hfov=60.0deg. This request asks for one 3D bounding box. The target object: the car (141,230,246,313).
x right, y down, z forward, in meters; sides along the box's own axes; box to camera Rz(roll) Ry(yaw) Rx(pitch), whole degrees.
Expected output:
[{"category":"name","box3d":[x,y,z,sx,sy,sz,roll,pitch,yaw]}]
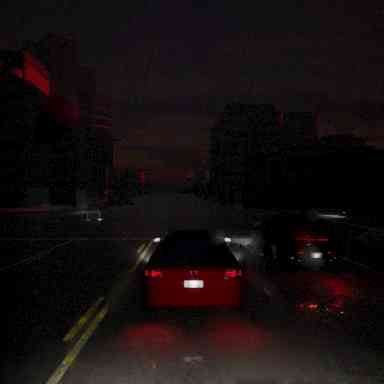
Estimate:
[{"category":"car","box3d":[0.009,1.564,7.776,1.994,1.385,4.181,0,0,-1]}]

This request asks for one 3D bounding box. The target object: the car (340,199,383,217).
[{"category":"car","box3d":[15.700,1.314,28.739,5.357,1.411,2.033,-1,0,-4]}]

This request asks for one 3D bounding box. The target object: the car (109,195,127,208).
[{"category":"car","box3d":[-12.957,1.566,56.218,2.150,2.045,5.566,0,-1,-3]}]

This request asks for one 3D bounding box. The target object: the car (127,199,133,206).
[{"category":"car","box3d":[-13.774,2.241,71.571,1.994,1.385,4.181,0,-1,-3]}]

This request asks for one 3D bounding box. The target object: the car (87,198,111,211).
[{"category":"car","box3d":[-12.186,1.714,42.999,1.895,1.301,4.718,0,-1,-3]}]

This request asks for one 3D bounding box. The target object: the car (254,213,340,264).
[{"category":"car","box3d":[3.460,1.506,11.760,1.837,1.490,4.892,0,0,-1]}]
